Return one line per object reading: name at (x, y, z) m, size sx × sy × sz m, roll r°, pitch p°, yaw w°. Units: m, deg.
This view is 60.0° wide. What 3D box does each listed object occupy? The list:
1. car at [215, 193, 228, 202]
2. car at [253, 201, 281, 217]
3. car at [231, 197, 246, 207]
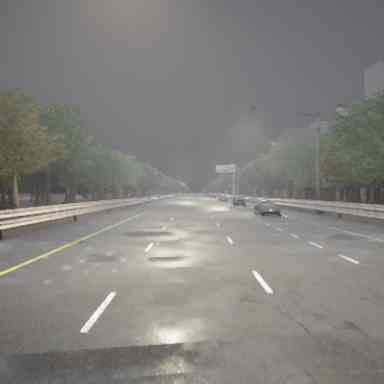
car at (7.349, 1.609, 79.545) m, size 1.994 × 1.385 × 4.181 m, roll 0°, pitch 0°, yaw 1°
car at (7.057, 1.580, 31.667) m, size 1.994 × 1.385 × 4.181 m, roll 0°, pitch 0°, yaw 0°
car at (7.149, 1.538, 51.684) m, size 1.837 × 1.490 × 4.892 m, roll 0°, pitch 0°, yaw 0°
